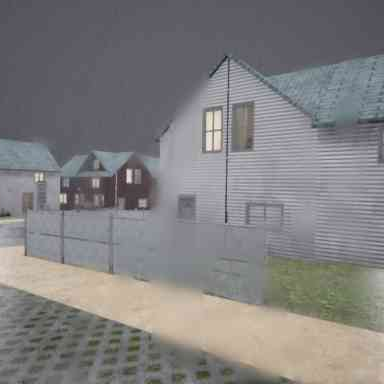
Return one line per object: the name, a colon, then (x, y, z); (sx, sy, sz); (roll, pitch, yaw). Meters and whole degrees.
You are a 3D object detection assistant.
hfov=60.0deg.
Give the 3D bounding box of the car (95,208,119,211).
car: (-7.189, 1.977, 27.072); (1.895, 1.301, 4.718); (2, 0, 37)
